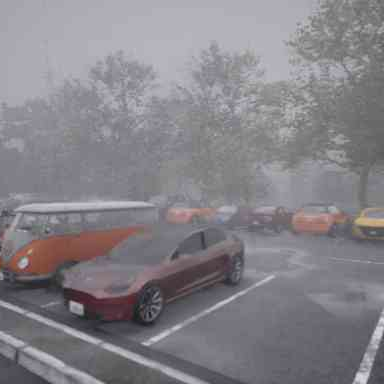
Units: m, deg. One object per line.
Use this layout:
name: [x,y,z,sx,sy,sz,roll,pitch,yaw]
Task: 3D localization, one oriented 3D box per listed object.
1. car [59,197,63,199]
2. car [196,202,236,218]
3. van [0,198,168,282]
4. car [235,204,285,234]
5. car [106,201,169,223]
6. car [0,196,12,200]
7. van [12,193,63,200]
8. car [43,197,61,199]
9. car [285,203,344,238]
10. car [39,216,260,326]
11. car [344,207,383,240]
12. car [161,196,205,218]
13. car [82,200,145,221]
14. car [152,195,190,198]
car: [-8.733,1.451,29.552,2.097,1.535,5.008,0,0,36]
car: [2.575,1.534,21.425,2.002,1.452,4.674,0,0,36]
van: [-2.898,1.276,9.103,1.878,1.987,4.442,0,0,36]
car: [4.831,1.502,19.794,2.097,1.535,5.008,0,0,36]
car: [-4.198,1.499,26.322,2.163,1.488,4.792,0,0,36]
car: [-17.799,1.159,36.024,2.435,2.045,5.566,0,0,36]
van: [-15.588,1.195,34.327,1.878,1.987,4.442,0,0,36]
car: [-10.997,1.482,31.175,2.002,1.452,4.674,0,0,36]
car: [7.077,1.383,18.147,2.185,1.767,4.553,0,0,36]
car: [-0.535,1.539,7.514,2.163,1.488,4.792,0,0,36]
car: [9.360,1.514,16.552,2.097,1.535,5.008,0,0,36]
car: [0.293,1.361,23.022,2.185,1.767,4.553,0,0,36]
car: [-6.470,1.462,27.928,2.231,1.521,4.892,0,0,36]
car: [-1.966,1.228,24.649,2.435,2.045,5.566,0,0,36]
